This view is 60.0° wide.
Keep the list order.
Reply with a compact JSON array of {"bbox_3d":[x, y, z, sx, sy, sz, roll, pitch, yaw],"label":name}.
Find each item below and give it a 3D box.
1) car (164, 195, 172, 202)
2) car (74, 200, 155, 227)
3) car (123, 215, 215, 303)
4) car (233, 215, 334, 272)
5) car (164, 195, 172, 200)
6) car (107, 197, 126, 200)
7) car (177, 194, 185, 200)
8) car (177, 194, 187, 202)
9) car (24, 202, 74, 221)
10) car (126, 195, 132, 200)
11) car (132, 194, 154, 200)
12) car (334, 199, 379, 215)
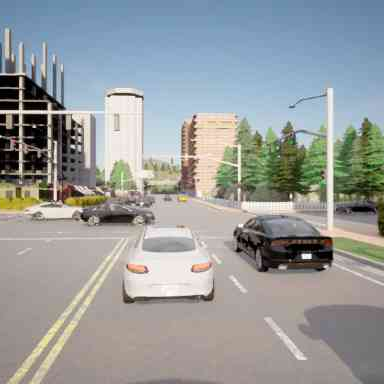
[{"bbox_3d":[-5.679,1.518,77.662,2.128,1.511,4.902,0,0,-4],"label":"car"},{"bbox_3d":[-4.946,1.492,22.254,4.902,1.511,2.128,0,0,-3],"label":"car"},{"bbox_3d":[-0.590,1.526,8.129,1.812,1.442,4.674,0,0,-5],"label":"car"},{"bbox_3d":[2.674,1.478,10.868,1.882,1.535,5.008,0,0,-5],"label":"car"},{"bbox_3d":[-6.303,1.379,86.233,1.994,1.385,4.181,0,0,-4],"label":"car"},{"bbox_3d":[-10.332,1.478,43.779,1.882,1.535,5.008,0,0,-4],"label":"car"},{"bbox_3d":[-2.812,1.304,86.487,1.882,1.535,5.008,0,0,-4],"label":"car"},{"bbox_3d":[-2.117,1.470,76.939,1.882,1.535,5.008,0,0,-4],"label":"car"},{"bbox_3d":[-10.920,1.525,26.774,4.674,1.442,1.812,0,0,-20],"label":"car"},{"bbox_3d":[-11.000,1.477,53.105,1.882,1.535,5.008,0,0,-4],"label":"car"},{"bbox_3d":[-7.187,1.491,48.852,2.128,1.511,4.902,0,0,-4],"label":"car"},{"bbox_3d":[17.050,1.491,34.008,4.902,1.511,2.128,0,0,-3],"label":"car"}]
